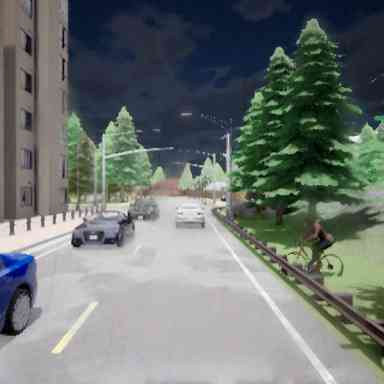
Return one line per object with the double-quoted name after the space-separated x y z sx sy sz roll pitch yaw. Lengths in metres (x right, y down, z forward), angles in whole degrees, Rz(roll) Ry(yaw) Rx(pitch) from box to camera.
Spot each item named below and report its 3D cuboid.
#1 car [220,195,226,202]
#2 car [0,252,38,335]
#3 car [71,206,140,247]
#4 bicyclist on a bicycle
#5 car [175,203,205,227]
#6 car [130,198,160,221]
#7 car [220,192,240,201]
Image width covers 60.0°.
8.130 0.969 65.491 4.605 1.855 1.932 0 0 -1 "car"
-3.626 1.467 3.833 1.882 1.535 5.008 0 0 -1 "car"
-3.729 1.526 14.560 1.994 1.385 4.181 0 0 0 "car"
3.174 1.469 8.687 1.656 1.620 0.582 4 0 -2 "bicyclist on a bicycle"
-0.132 1.466 22.288 1.812 1.442 4.674 0 0 -1 "car"
-3.782 1.280 26.501 2.097 1.767 4.553 0 0 -1 "car"
7.687 0.965 67.996 3.866 1.878 1.905 0 0 -1 "car"
